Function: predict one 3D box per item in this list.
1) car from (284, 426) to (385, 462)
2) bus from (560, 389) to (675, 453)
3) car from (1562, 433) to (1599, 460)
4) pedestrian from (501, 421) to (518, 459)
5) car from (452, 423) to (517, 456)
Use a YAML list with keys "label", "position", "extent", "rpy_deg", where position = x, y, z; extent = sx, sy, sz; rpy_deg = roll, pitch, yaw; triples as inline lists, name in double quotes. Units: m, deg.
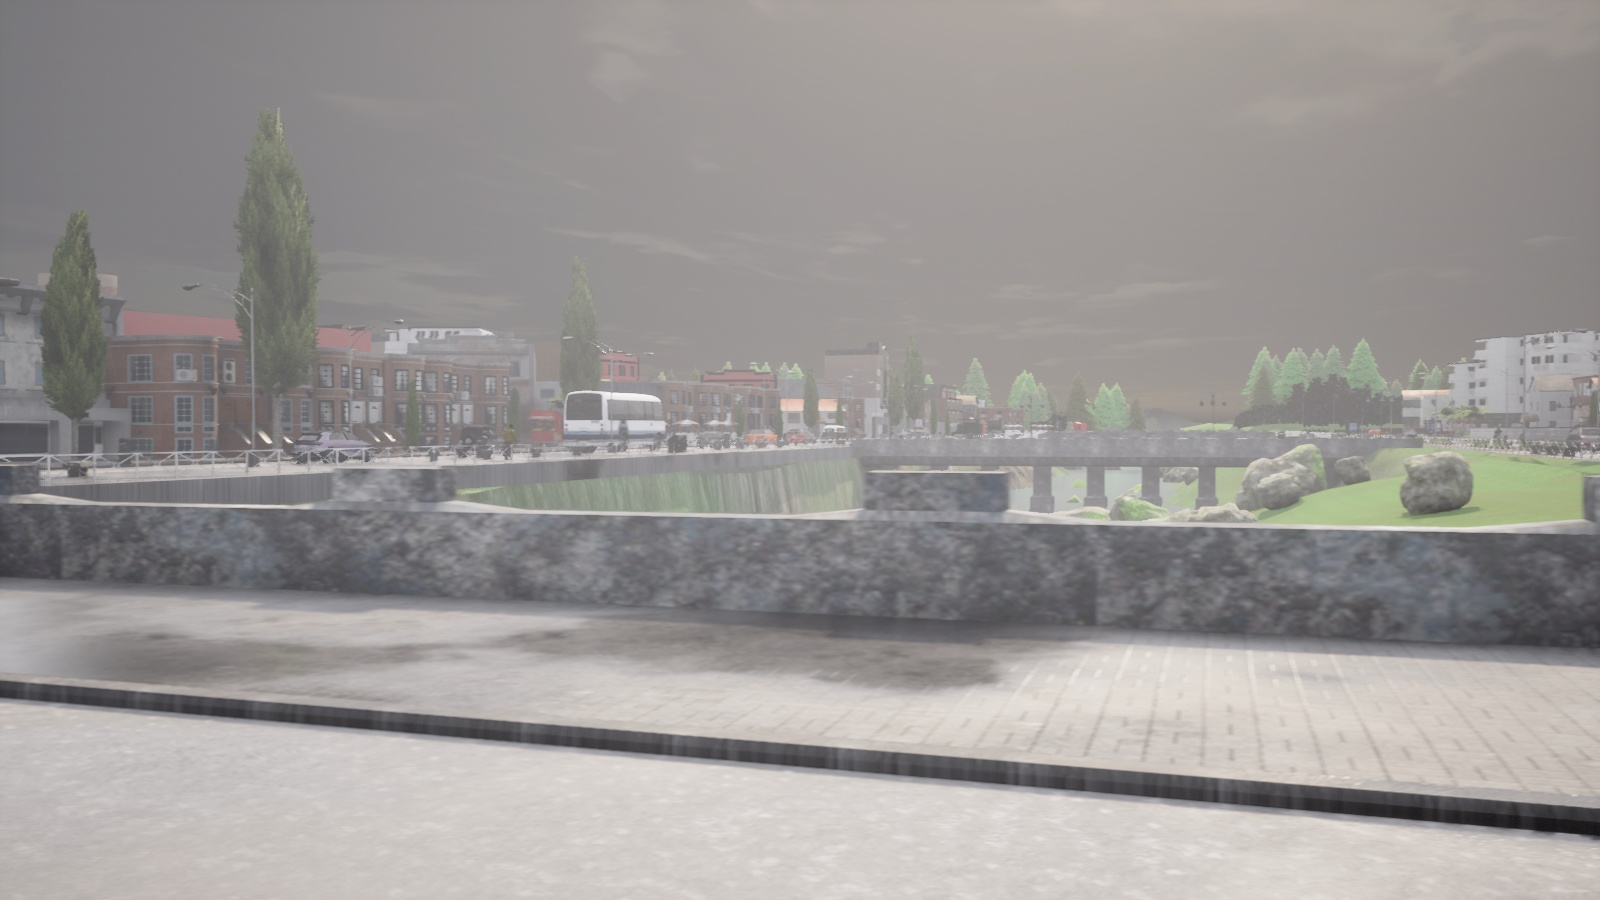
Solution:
- label: "car"
  position: [-22.553, -0.306, 61.048]
  extent: [2.033, 1.649, 4.856]
  rpy_deg: [1, 1, 19]
- label: "bus"
  position: [-12.866, -2.037, 89.830]
  extent: [3.944, 4.253, 10.273]
  rpy_deg: [1, 1, 19]
- label: "car"
  position: [47.385, -0.227, 75.565]
  extent: [1.789, 1.549, 3.705]
  rpy_deg: [1, 1, 19]
- label: "pedestrian"
  position: [-14.227, -0.501, 61.425]
  extent: [0.431, 1.840, 0.709]
  rpy_deg: [1, 1, 33]
- label: "car"
  position: [-18.411, -0.622, 73.370]
  extent: [1.905, 1.878, 3.866]
  rpy_deg: [1, 1, 19]
